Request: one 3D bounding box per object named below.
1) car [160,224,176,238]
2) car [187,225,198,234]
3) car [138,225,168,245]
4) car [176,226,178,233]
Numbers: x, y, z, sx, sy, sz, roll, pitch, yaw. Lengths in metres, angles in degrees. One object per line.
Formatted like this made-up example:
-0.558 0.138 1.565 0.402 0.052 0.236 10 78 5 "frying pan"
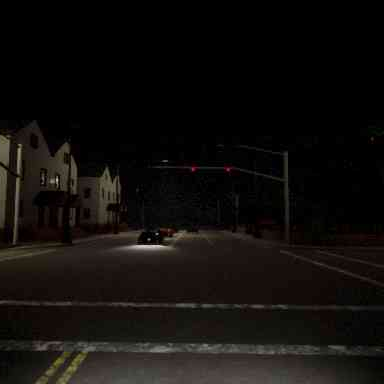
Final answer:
-3.516 4.828 41.873 2.097 1.767 4.553 0 -5 0 "car"
0.107 6.474 57.881 2.033 1.411 5.357 0 -5 0 "car"
-3.547 3.925 29.423 1.994 1.385 4.181 0 -5 0 "car"
-3.469 6.469 58.450 1.837 1.490 4.892 0 -5 0 "car"
